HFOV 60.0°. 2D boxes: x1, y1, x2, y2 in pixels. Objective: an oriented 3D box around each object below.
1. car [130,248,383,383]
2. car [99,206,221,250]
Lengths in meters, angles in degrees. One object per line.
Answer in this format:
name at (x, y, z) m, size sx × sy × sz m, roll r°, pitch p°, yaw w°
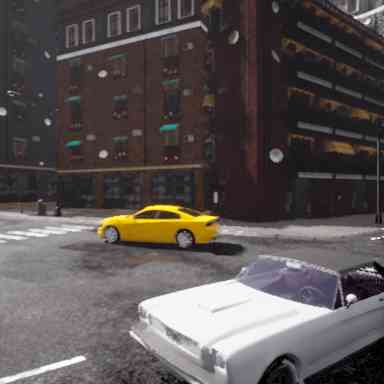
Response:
car at (1.567, 1.604, 4.844) m, size 4.718 × 1.301 × 1.895 m, roll 0°, pitch 0°, yaw -36°
car at (-1.336, 1.299, 13.380) m, size 5.008 × 1.535 × 1.882 m, roll 1°, pitch 1°, yaw 18°
